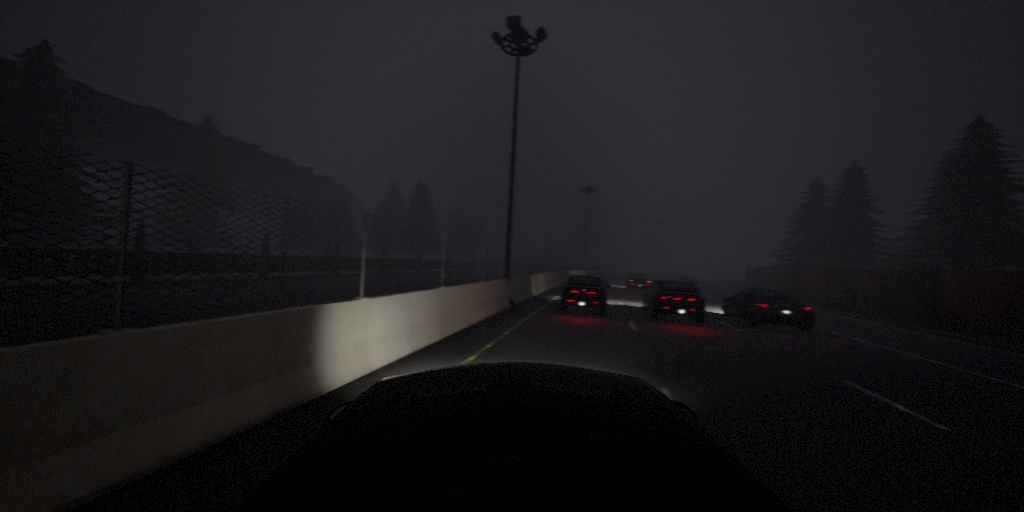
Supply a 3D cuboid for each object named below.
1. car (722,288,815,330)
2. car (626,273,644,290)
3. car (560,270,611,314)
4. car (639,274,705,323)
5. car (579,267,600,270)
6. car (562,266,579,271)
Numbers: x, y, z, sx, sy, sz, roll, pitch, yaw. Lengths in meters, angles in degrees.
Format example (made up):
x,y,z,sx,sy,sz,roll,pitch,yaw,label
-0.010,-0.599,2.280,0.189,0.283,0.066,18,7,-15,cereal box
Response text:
x,y,z,sx,sy,sz,roll,pitch,yaw,label
10.106,1.979,14.467,1.994,1.385,4.181,3,-1,14,car
10.652,2.154,30.172,1.812,1.442,4.674,3,0,18,car
3.264,1.590,15.927,1.837,1.490,4.892,3,0,14,car
6.659,1.752,15.084,1.837,1.490,4.892,3,0,14,car
13.668,2.651,60.766,1.837,1.490,4.892,2,-1,35,car
11.412,2.613,63.617,2.033,1.411,5.357,2,-1,35,car
